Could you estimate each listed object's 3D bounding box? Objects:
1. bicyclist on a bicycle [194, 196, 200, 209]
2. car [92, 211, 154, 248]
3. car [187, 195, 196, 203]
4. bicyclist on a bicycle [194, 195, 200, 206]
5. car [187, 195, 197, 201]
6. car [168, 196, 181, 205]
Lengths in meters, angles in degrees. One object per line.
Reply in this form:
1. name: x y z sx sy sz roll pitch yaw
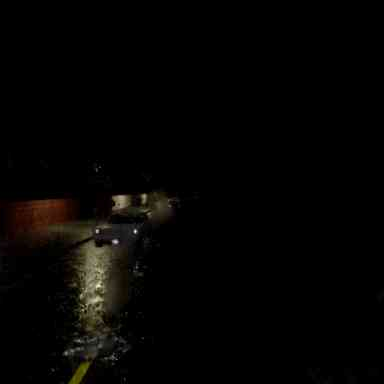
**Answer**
1. bicyclist on a bicycle: 0.739 1.351 40.204 0.582 1.620 1.656 0 0 0
2. car: -2.857 1.559 14.671 1.895 1.301 4.718 0 0 0
3. car: -0.026 1.387 65.715 1.812 1.442 4.674 0 0 0
4. bicyclist on a bicycle: 0.740 1.319 49.530 0.866 1.612 1.509 0 0 0
5. car: -0.033 1.372 77.611 2.128 1.511 4.902 0 0 0
6. car: -2.838 1.400 55.152 1.812 1.442 4.674 0 0 0
